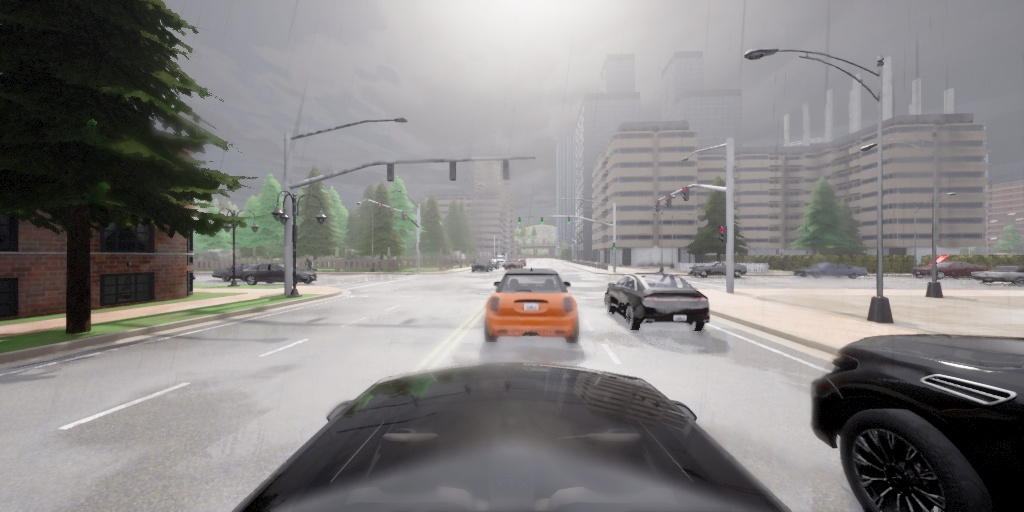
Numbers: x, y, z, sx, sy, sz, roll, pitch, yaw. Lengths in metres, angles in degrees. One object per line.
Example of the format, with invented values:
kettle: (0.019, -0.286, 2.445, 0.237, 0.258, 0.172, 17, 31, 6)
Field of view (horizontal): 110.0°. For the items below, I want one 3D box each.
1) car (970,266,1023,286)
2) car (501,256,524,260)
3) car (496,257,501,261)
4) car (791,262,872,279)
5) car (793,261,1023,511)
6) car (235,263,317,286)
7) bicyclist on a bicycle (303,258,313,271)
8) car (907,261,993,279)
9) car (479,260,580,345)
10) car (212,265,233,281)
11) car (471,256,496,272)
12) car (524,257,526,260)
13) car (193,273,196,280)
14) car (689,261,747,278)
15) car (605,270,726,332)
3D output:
car: (35.431, 1.351, 24.832, 4.718, 1.301, 1.895, 0, 0, 4)
car: (0.134, 1.102, 50.038, 2.097, 1.767, 4.553, 0, 0, 4)
car: (-3.026, 1.241, 54.785, 2.128, 1.511, 4.902, 0, 0, 4)
car: (28.849, 1.297, 32.526, 5.357, 1.411, 2.033, 0, 0, 4)
car: (3.708, 0.971, 0.740, 2.150, 2.045, 5.566, 0, 0, 0)
car: (-16.201, 1.255, 25.044, 4.892, 1.490, 1.837, 0, 0, 4)
bicyclist on a bicycle: (-22.760, 1.051, 40.035, 0.582, 1.620, 1.656, 0, 0, 4)
car: (38.752, 1.228, 31.805, 5.008, 1.535, 1.882, 0, 0, 4)
car: (0.539, 1.101, 9.725, 2.097, 1.767, 4.553, 0, 0, 3)
car: (-21.074, 1.297, 28.907, 5.357, 1.411, 2.033, 0, 0, 4)
car: (-3.761, 1.102, 45.866, 2.097, 1.767, 4.553, 0, 0, 6)
car: (0.779, 1.314, 58.634, 1.994, 1.385, 4.181, 0, 0, 5)
car: (-25.911, 1.297, 25.757, 5.357, 1.411, 2.033, 0, 0, 5)
car: (19.001, 1.241, 33.236, 4.902, 1.511, 2.128, 0, 0, 4)
car: (4.109, 1.242, 10.856, 2.128, 1.511, 4.902, 0, 0, 4)
